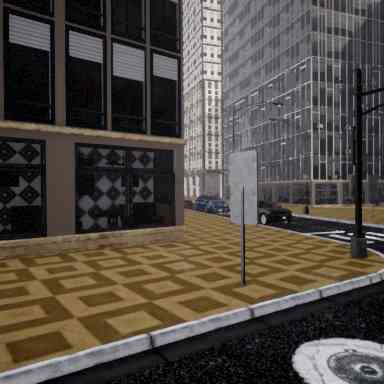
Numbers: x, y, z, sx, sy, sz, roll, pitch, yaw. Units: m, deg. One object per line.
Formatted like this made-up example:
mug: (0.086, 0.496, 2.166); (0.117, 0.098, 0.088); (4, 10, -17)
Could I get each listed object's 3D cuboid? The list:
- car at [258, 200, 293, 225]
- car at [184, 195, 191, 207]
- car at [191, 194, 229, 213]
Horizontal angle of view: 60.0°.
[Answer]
car: (4.884, 1.278, 22.851); (1.882, 1.535, 5.008); (-1, 1, -19)
car: (-1.318, 1.094, 41.344); (1.994, 1.385, 4.181); (-1, 1, -18)
car: (1.835, 1.020, 31.924); (2.097, 1.767, 4.553); (-1, 1, -19)
